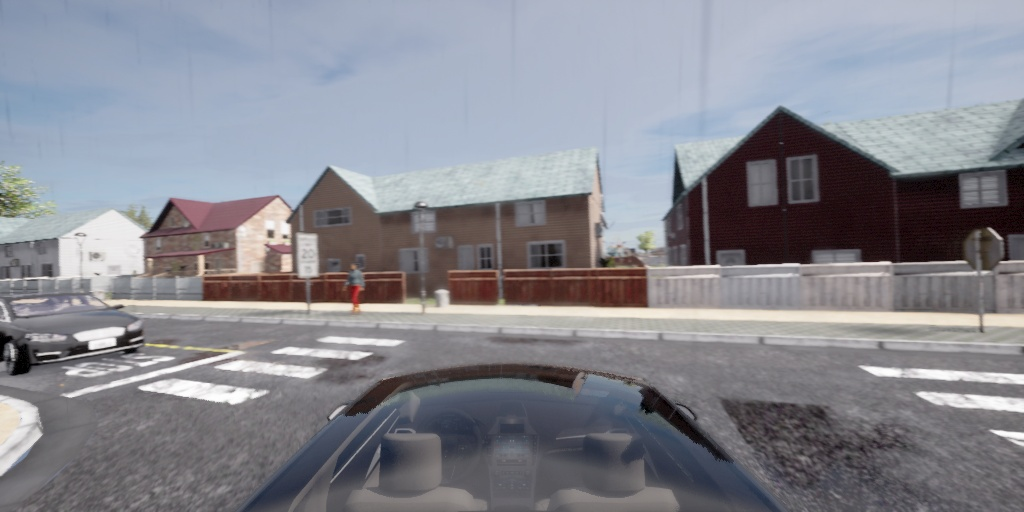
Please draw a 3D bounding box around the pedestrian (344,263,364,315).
[{"bbox_3d":[-5.468,1.145,12.515,0.375,1.860,0.375,-2,-1,19],"label":"pedestrian"}]

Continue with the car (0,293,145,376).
[{"bbox_3d":[-10.753,1.616,8.274,4.902,1.511,2.128,-2,0,21],"label":"car"}]
